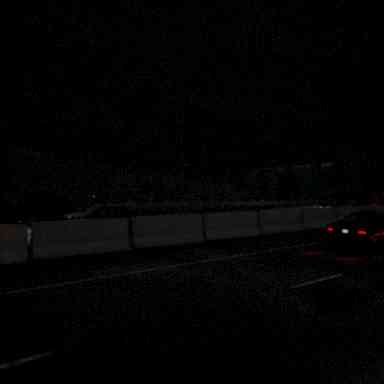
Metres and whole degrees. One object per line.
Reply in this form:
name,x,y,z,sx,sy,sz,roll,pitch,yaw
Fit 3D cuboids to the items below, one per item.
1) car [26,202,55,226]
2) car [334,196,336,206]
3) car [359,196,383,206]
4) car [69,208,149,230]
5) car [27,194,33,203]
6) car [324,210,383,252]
car,-9.502,1.563,23.010,4.718,1.301,1.895,0,0,-35
car,20.906,1.300,48.965,4.902,1.511,2.128,0,0,-35
car,26.528,1.060,48.657,5.566,2.045,2.150,0,0,-35
car,-4.369,1.517,18.072,4.181,1.385,1.994,0,0,-35
car,-12.192,1.189,25.390,5.566,2.045,2.150,-1,0,-35
car,7.556,1.452,13.432,5.357,1.411,2.033,0,0,-35
